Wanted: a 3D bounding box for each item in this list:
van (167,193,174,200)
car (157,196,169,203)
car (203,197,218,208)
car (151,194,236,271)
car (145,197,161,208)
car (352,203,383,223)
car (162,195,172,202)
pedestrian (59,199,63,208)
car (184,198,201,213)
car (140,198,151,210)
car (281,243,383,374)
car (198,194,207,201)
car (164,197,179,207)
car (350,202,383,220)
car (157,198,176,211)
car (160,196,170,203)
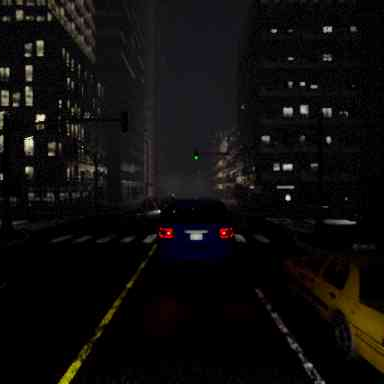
[{"bbox_3d":[-5.733,1.283,88.716,1.690,1.788,3.998,-1,0,0],"label":"van"},{"bbox_3d":[-5.723,1.500,66.097,1.887,1.381,4.507,-1,0,0],"label":"car"},{"bbox_3d":[2.662,1.517,49.136,2.008,1.369,4.403,-1,0,0],"label":"car"},{"bbox_3d":[0.098,1.213,11.009,2.150,2.045,5.566,0,0,0],"label":"car"},{"bbox_3d":[-5.717,1.532,49.133,1.947,1.339,4.313,-1,0,0],"label":"car"},{"bbox_3d":[14.873,1.657,26.100,4.181,1.385,1.994,0,1,1],"label":"car"},{"bbox_3d":[-5.727,1.493,77.406,1.887,1.381,4.507,-1,0,0],"label":"car"},{"bbox_3d":[-12.558,1.286,32.000,0.500,1.100,0.500,0,0,1],"label":"pedestrian"},{"bbox_3d":[0.090,1.499,37.827,1.812,1.442,4.674,0,0,0],"label":"car"},{"bbox_3d":[-5.716,1.495,43.309,1.752,1.417,4.829,-1,0,0],"label":"car"},{"bbox_3d":[2.806,1.521,5.697,1.752,1.417,4.829,-1,0,0],"label":"car"},{"bbox_3d":[2.650,1.385,83.064,1.967,1.590,4.097,-1,0,0],"label":"car"},{"bbox_3d":[-3.078,1.512,50.979,2.033,1.411,5.357,0,0,0],"label":"car"},{"bbox_3d":[16.305,1.611,28.665,4.403,1.369,2.008,0,1,1],"label":"car"},{"bbox_3d":[-3.104,1.534,41.605,1.994,1.385,4.181,0,0,0],"label":"car"},{"bbox_3d":[-5.724,1.534,71.751,1.802,1.307,4.206,-1,0,0],"label":"car"}]
